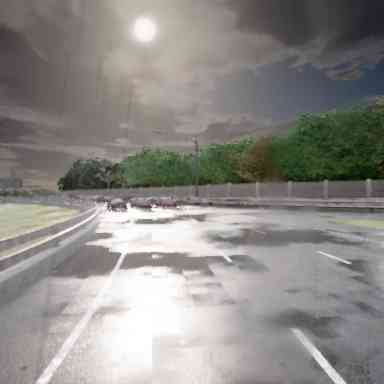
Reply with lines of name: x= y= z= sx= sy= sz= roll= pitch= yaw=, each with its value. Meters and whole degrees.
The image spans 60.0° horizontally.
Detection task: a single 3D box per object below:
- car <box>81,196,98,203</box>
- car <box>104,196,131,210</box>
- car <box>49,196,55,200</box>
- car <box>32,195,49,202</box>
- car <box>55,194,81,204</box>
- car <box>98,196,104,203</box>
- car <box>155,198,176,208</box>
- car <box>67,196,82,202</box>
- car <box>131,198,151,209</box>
car: x=-21.481 y=1.617 z=67.800 sx=1.812 sy=1.442 sz=4.674 roll=-1 pitch=0 yaw=-40
car: x=-9.733 y=1.539 z=43.033 sx=1.812 sy=1.442 sz=4.674 roll=-1 pitch=0 yaw=-25
car: x=-32.535 y=1.721 z=79.013 sx=4.902 sy=1.511 sz=2.128 roll=-1 pitch=0 yaw=41
car: x=-36.039 y=1.595 z=77.399 sx=4.553 sy=1.767 sz=2.097 roll=-1 pitch=0 yaw=38
car: x=-24.739 y=1.360 z=66.225 sx=2.150 sy=2.045 sz=5.566 roll=-1 pitch=0 yaw=-41
car: x=-18.327 y=1.592 z=69.489 sx=2.033 sy=1.411 sz=5.357 roll=-1 pitch=0 yaw=-40
car: x=-3.784 y=1.500 z=46.747 sx=1.994 sy=1.385 sz=4.181 roll=-1 pitch=0 yaw=-26
car: x=-28.836 y=1.646 z=81.706 sx=1.837 sy=1.490 sz=4.892 roll=-1 pitch=0 yaw=-39
car: x=-7.064 y=1.541 z=45.501 sx=1.994 sy=1.385 sz=4.181 roll=-1 pitch=0 yaw=-26
